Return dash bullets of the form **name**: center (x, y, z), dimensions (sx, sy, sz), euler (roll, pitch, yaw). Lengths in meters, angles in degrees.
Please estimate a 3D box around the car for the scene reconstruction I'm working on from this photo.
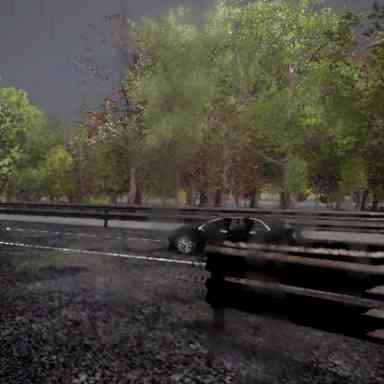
- **car**: center (1.460, 1.527, 11.877), dimensions (4.892, 1.490, 1.837), euler (0, 0, 24)
